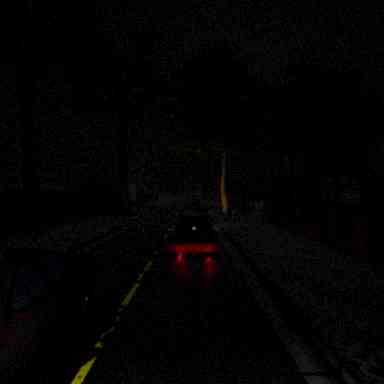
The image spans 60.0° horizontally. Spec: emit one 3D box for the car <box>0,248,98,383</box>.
[{"bbox_3d":[-2.851,1.581,4.664,2.033,1.411,5.357,0,0,0],"label":"car"}]

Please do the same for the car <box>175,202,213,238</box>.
[{"bbox_3d":[0.096,1.576,18.317,1.882,1.535,5.008,0,0,0],"label":"car"}]
